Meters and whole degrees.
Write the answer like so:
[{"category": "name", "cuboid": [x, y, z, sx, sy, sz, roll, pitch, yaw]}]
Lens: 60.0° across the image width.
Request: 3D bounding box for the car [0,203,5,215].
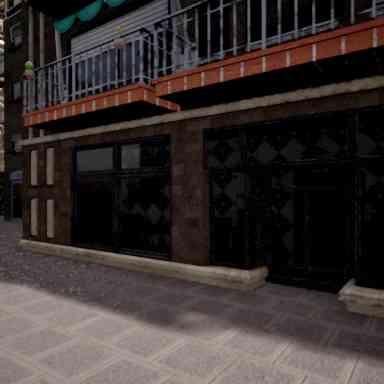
[{"category": "car", "cuboid": [-19.342, 1.360, 30.024, 1.967, 1.590, 4.097, 0, 1, 36]}]
